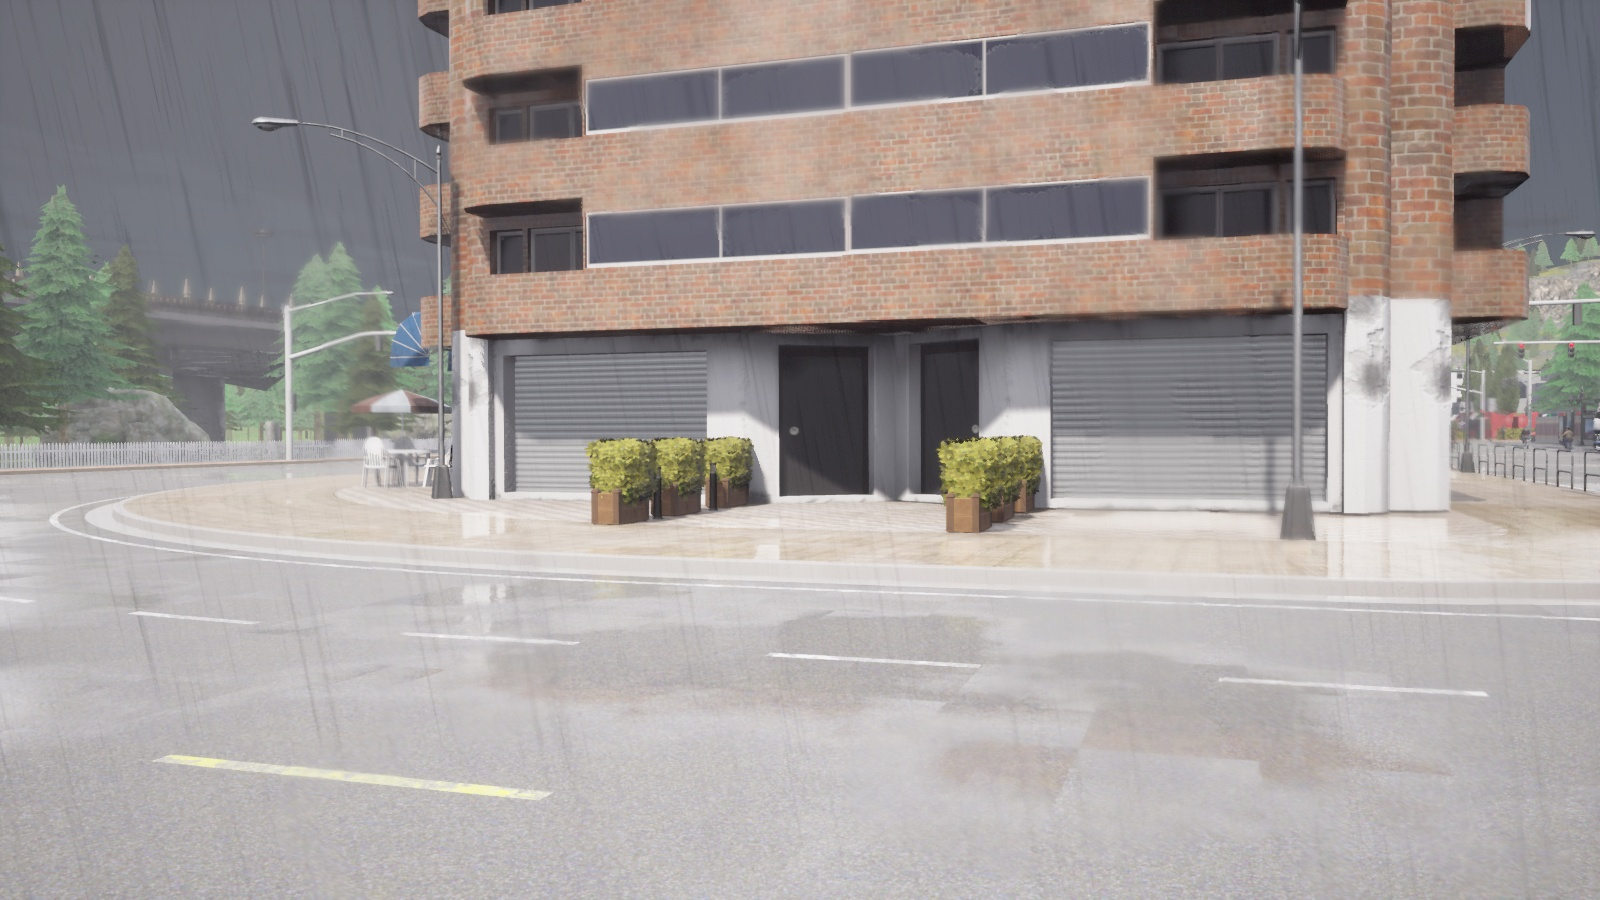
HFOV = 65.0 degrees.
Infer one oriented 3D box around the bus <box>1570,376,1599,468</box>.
[{"bbox_3d":[42.461,-1.275,58.709,10.273,4.253,3.944,0,0,8],"label":"bus"}]
